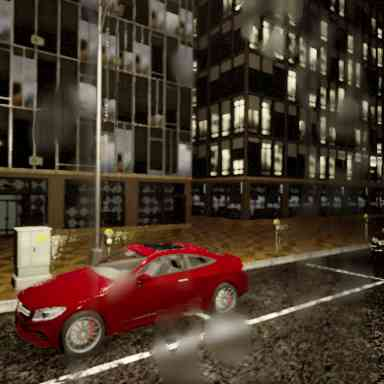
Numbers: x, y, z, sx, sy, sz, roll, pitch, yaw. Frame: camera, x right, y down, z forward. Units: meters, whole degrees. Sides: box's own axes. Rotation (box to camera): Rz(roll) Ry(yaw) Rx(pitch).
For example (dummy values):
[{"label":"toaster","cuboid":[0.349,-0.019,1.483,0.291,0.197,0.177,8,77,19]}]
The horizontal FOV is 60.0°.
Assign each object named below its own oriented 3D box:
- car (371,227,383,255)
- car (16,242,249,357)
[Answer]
[{"label":"car","cuboid":[8.483,1.670,12.584,4.403,1.369,2.008,1,0,-35]},{"label":"car","cuboid":[-0.795,1.605,5.984,4.206,1.307,1.802,1,0,-35]}]
